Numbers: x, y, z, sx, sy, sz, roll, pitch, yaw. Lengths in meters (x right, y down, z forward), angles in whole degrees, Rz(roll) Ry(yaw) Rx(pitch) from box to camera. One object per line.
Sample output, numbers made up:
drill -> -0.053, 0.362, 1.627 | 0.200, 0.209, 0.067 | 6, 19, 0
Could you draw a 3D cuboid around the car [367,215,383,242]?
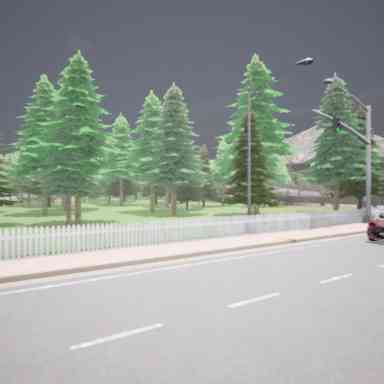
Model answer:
car -> 10.018, 1.485, 15.347 | 5.008, 1.535, 1.882 | 0, 0, -35
